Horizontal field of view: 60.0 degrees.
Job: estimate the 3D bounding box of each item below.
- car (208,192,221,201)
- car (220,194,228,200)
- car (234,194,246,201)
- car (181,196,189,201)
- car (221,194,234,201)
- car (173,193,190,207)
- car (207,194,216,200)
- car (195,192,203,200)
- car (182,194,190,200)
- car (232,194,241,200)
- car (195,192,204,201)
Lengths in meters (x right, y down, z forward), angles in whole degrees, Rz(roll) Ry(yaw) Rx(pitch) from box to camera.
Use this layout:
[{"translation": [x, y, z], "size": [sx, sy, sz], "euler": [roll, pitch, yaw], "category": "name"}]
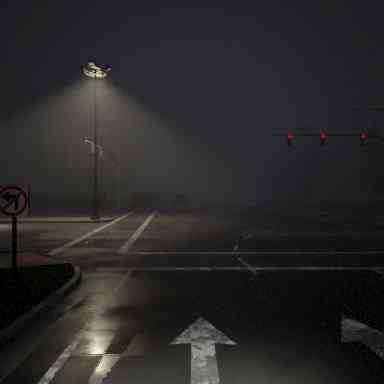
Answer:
[{"translation": [5.377, 1.349, 83.750], "size": [2.097, 1.767, 4.553], "euler": [0, 0, 0], "category": "car"}, {"translation": [8.925, 1.384, 92.932], "size": [1.994, 1.385, 4.181], "euler": [0, 0, 0], "category": "car"}, {"translation": [12.377, 1.471, 83.744], "size": [1.882, 1.535, 5.008], "euler": [0, 0, 0], "category": "car"}, {"translation": [-1.622, 1.589, 83.847], "size": [1.895, 1.301, 4.718], "euler": [0, 0, 0], "category": "car"}, {"translation": [8.881, 1.350, 84.532], "size": [2.097, 1.767, 4.553], "euler": [0, 0, 0], "category": "car"}, {"translation": [-1.788, 1.221, 51.984], "size": [2.150, 2.045, 5.566], "euler": [0, 0, 0], "category": "car"}, {"translation": [5.425, 1.357, 92.950], "size": [2.128, 1.511, 4.902], "euler": [0, 0, 0], "category": "car"}, {"translation": [1.925, 1.057, 92.998], "size": [2.150, 2.045, 5.566], "euler": [0, 0, 0], "category": "car"}, {"translation": [-1.575, 1.357, 92.986], "size": [2.128, 1.511, 4.902], "euler": [0, 0, 0], "category": "car"}, {"translation": [12.425, 1.332, 92.914], "size": [1.837, 1.490, 4.892], "euler": [0, 0, 0], "category": "car"}, {"translation": [1.875, 1.471, 83.382], "size": [1.882, 1.535, 5.008], "euler": [0, 0, 0], "category": "car"}]
